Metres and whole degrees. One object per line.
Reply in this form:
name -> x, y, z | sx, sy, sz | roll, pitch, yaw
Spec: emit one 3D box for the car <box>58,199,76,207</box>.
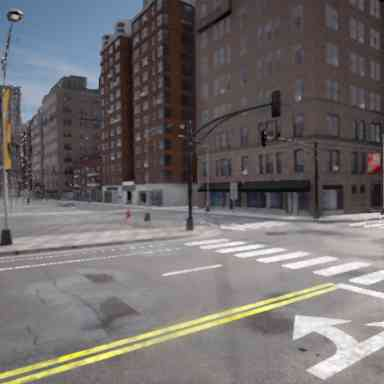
car -> -21.078, 1.819, 56.217 | 1.895, 1.301, 4.718 | -1, 0, -35
